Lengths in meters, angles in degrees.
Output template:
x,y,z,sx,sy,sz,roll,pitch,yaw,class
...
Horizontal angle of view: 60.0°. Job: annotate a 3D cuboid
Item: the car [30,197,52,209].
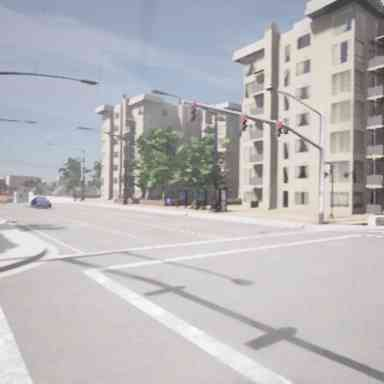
x,y,z,sx,sy,sz,roll,pitch,yaw,class
-18.929,1.332,41.680,1.812,1.442,4.674,1,0,-36,car
